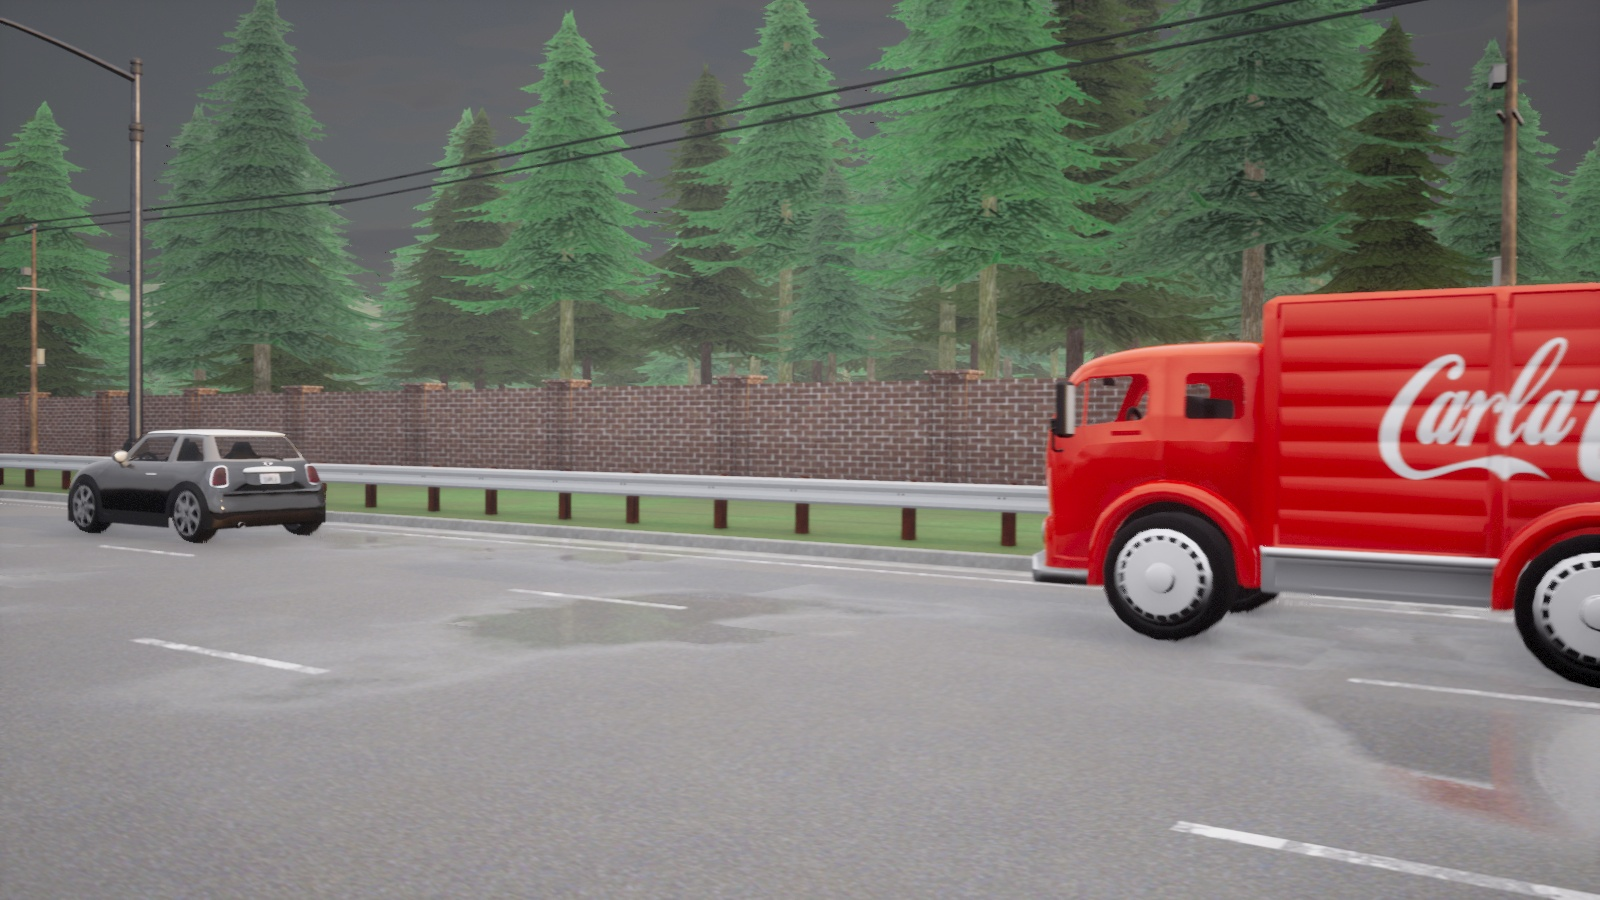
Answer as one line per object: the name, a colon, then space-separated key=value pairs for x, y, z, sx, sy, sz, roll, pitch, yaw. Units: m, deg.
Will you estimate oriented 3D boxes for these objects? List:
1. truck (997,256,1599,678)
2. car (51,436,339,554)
truck: x=4.385 y=0.082 z=9.104 sx=5.204 sy=2.467 sz=2.627 roll=0 pitch=1 yaw=34
car: x=-8.558 y=0.558 z=17.711 sx=3.806 sy=1.475 sz=1.970 roll=0 pitch=1 yaw=34
